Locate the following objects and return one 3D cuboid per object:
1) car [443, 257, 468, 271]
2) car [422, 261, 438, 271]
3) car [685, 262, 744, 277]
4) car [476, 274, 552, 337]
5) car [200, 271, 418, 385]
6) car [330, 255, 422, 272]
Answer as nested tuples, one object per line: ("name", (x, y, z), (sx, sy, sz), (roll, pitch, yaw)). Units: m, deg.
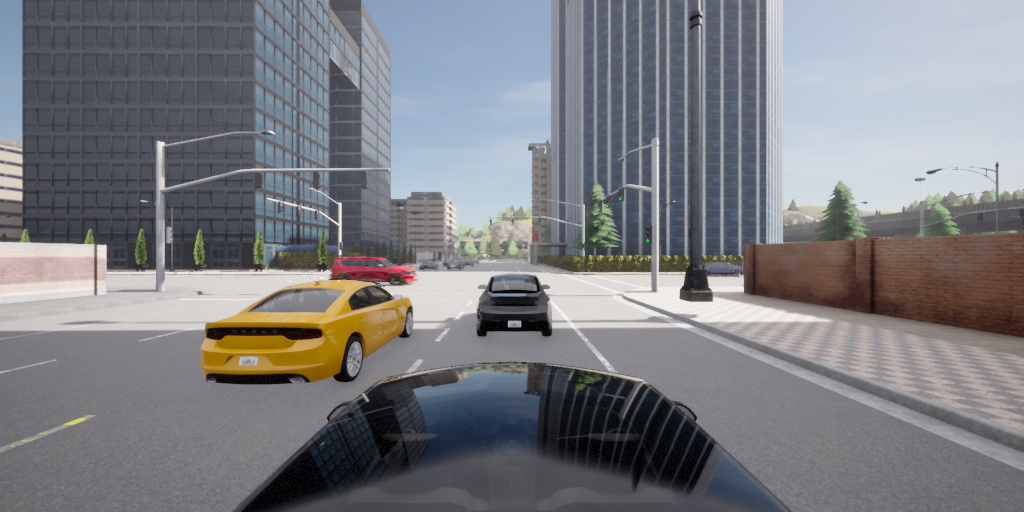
("car", (-7.913, 1.238, 50.255), (2.128, 1.511, 4.902), (0, 0, 0))
("car", (-11.404, 1.313, 49.290), (1.994, 1.385, 4.181), (0, 0, -1))
("car", (19.878, 1.297, 35.025), (5.357, 1.411, 2.033), (0, 0, -1))
("car", (0.059, 1.255, 10.325), (1.837, 1.490, 4.892), (0, 0, 0))
("car", (-3.443, 1.228, 7.185), (1.882, 1.535, 5.008), (0, 0, 0))
("car", (-9.264, 1.100, 24.146), (5.566, 2.045, 2.150), (0, 0, -1))
